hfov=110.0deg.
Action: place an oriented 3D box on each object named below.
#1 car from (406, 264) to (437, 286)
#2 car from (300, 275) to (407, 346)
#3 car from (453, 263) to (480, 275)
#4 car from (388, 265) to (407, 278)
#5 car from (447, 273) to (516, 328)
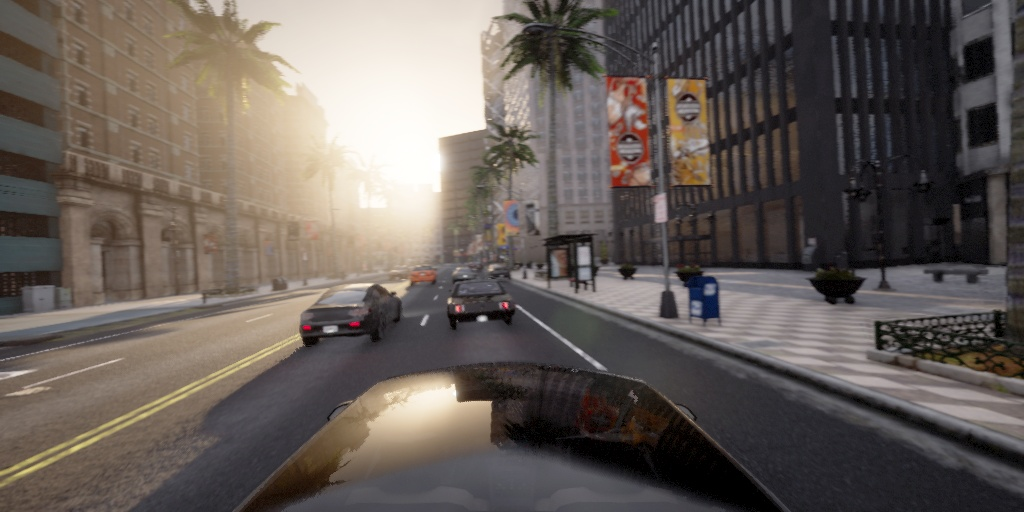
[{"bbox_3d":[-7.875,1.600,32.236,2.097,1.767,4.553,-3,0,-9],"label":"car"},{"bbox_3d":[-4.478,1.529,10.483,1.812,1.442,4.674,-3,0,-8],"label":"car"},{"bbox_3d":[-4.084,1.617,30.726,1.994,1.385,4.181,-3,0,-9],"label":"car"},{"bbox_3d":[-13.032,1.902,41.699,2.097,1.767,4.553,-3,0,-9],"label":"car"},{"bbox_3d":[-1.136,1.442,11.961,1.895,1.301,4.718,-3,0,-8],"label":"car"}]
